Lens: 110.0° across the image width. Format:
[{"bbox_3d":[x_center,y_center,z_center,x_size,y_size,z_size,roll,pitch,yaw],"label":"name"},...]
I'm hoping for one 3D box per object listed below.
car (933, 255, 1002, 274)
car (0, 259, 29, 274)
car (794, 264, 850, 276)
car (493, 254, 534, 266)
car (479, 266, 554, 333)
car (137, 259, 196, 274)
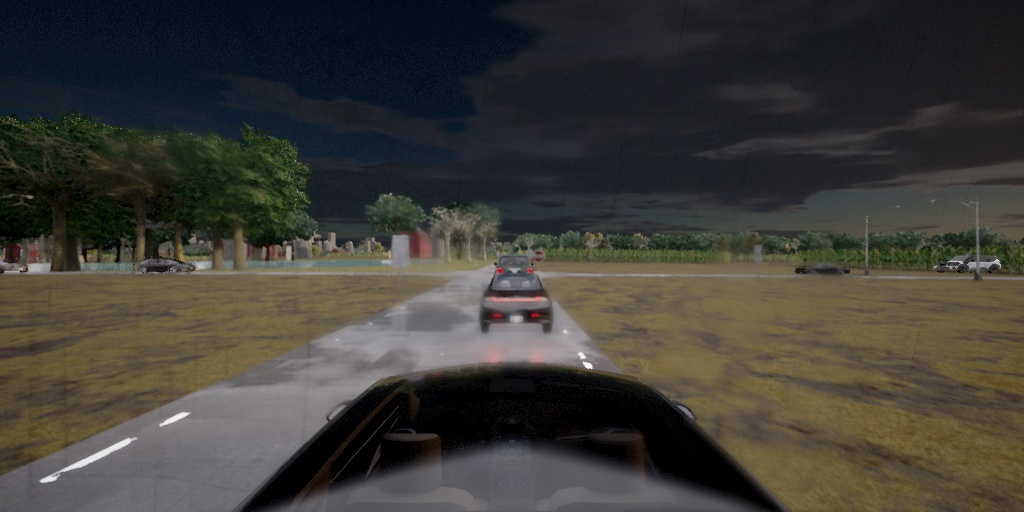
[{"bbox_3d":[49.123,0.914,38.695,5.566,2.045,2.150,1,-1,0],"label":"car"},{"bbox_3d":[-51.772,1.062,36.068,4.674,1.442,1.812,0,-1,0],"label":"car"},{"bbox_3d":[33.474,1.529,38.800,4.718,1.301,1.895,1,-1,0],"label":"car"},{"bbox_3d":[0.103,0.926,20.955,2.150,2.045,5.566,0,0,-1],"label":"car"},{"bbox_3d":[0.113,1.221,10.610,2.128,1.511,4.902,0,0,0],"label":"car"},{"bbox_3d":[-34.558,1.025,35.952,4.892,1.490,1.837,0,-1,0],"label":"car"}]
